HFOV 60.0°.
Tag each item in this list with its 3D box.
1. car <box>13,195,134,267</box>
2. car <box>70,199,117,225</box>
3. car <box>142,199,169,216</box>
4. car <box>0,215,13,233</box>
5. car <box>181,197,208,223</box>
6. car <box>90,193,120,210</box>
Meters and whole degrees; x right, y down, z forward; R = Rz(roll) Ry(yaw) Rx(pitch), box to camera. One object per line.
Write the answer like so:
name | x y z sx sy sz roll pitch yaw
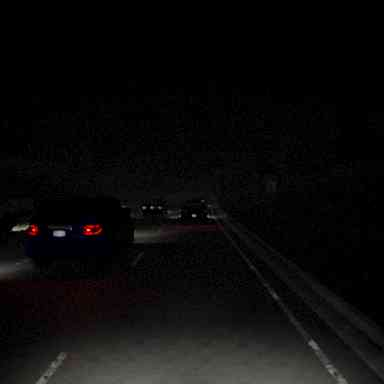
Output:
car | -3.411 1.138 11.191 2.150 2.045 5.566 0 0 0
car | -6.853 1.301 23.748 1.882 1.535 5.008 0 0 1
car | -3.240 1.325 30.014 2.033 1.411 5.357 0 0 2
car | -10.399 1.431 15.532 2.033 1.411 5.357 0 0 0
car | 0.148 1.348 23.947 1.812 1.442 4.674 0 0 0
car | -9.924 1.067 38.328 2.097 1.767 4.553 0 0 2
